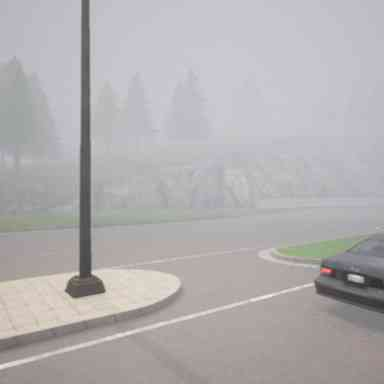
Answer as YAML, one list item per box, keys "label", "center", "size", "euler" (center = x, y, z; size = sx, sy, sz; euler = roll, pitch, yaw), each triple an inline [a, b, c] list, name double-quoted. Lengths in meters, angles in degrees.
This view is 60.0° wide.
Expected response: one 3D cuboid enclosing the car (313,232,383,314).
- label: "car"
  center: [4.914, 1.549, 7.186]
  size: [5.357, 1.411, 2.033]
  euler: [0, 0, -34]
